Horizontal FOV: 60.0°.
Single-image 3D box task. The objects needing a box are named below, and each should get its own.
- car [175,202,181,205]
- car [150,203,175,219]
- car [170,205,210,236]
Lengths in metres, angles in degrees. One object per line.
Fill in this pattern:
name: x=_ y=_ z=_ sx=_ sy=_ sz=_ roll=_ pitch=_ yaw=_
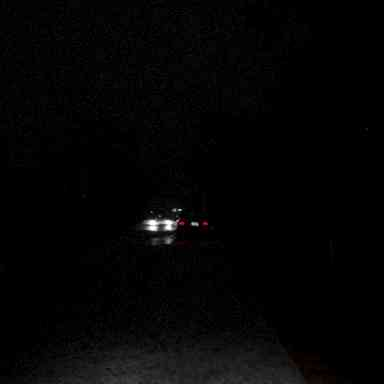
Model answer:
car: x=-3.156 y=2.948 z=72.797 sx=2.128 sy=1.511 sz=4.902 roll=0 pitch=-2 yaw=-1
car: x=-2.938 y=1.935 z=32.459 sx=1.895 sy=1.301 sz=4.718 roll=0 pitch=-1 yaw=0
car: x=0.067 y=1.684 z=19.143 sx=2.033 sy=1.411 sz=5.357 roll=0 pitch=-1 yaw=0
